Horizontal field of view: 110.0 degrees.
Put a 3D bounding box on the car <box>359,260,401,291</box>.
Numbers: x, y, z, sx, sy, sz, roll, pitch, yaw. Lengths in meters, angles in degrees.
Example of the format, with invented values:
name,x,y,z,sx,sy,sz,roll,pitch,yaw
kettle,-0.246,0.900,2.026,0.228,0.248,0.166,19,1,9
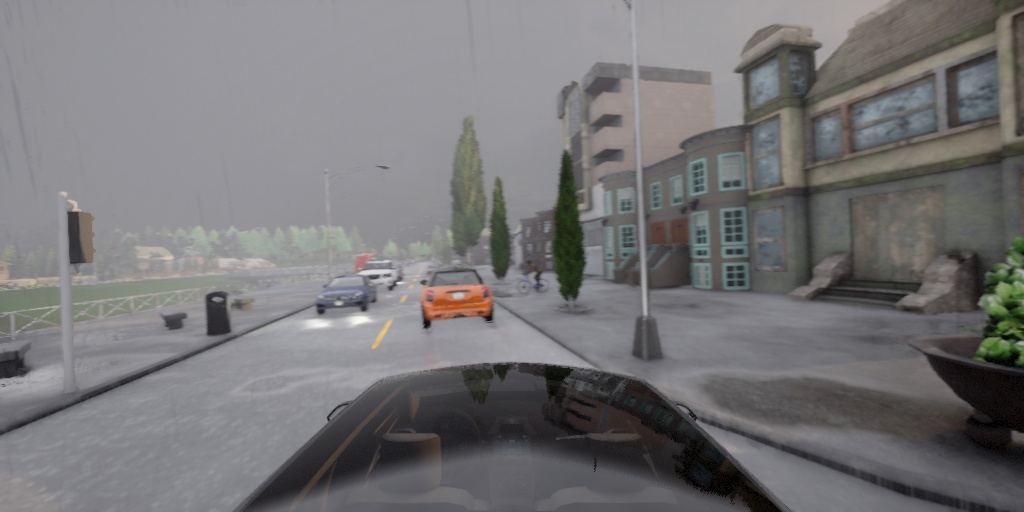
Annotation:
name,x,y,z,sx,sy,sz,roll,pitch,yaw
car,-9.417,1.341,25.474,2.150,2.045,5.566,-2,0,-14

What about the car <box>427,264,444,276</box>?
name,x,y,z,sx,sy,sz,roll,pitch,yaw
car,-9.796,1.708,45.595,1.895,1.301,4.718,-2,0,-13

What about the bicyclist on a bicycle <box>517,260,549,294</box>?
name,x,y,z,sx,sy,sz,roll,pitch,yaw
bicyclist on a bicycle,1.027,1.031,17.671,1.656,1.620,0.582,-3,0,-13

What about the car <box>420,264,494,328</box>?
name,x,y,z,sx,sy,sz,roll,pitch,yaw
car,-2.003,1.172,12.244,2.097,1.767,4.553,-2,0,-13

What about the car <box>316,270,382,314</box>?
name,x,y,z,sx,sy,sz,roll,pitch,yaw
car,-7.180,1.563,15.957,1.812,1.442,4.674,-2,0,-14

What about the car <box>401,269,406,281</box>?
name,x,y,z,sx,sy,sz,roll,pitch,yaw
car,-11.645,1.727,35.173,1.812,1.442,4.674,-2,0,-13
